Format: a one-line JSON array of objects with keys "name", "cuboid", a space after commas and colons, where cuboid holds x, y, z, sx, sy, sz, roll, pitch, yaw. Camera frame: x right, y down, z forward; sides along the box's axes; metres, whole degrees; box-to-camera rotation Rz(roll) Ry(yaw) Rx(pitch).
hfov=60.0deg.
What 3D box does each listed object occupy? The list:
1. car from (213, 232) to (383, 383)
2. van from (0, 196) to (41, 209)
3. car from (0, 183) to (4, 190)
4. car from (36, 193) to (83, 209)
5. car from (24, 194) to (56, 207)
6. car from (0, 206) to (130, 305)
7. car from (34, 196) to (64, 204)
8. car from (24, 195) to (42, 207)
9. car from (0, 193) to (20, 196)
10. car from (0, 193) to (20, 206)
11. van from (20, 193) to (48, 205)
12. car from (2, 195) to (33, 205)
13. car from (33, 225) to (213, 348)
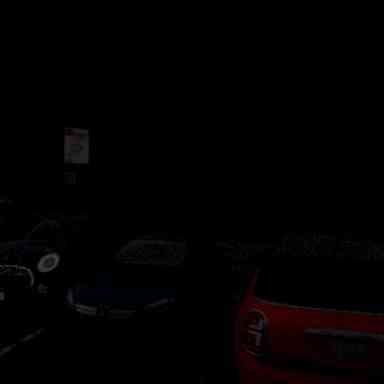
[{"name": "car", "cuboid": [1.873, 1.359, 4.783, 2.185, 1.767, 4.553, 0, -1, 16]}, {"name": "van", "cuboid": [-7.860, 1.256, 11.915, 1.878, 1.987, 4.442, 0, -1, 15]}, {"name": "car", "cuboid": [-36.979, -1.048, 60.982, 1.812, 1.442, 4.674, 0, 4, 34]}, {"name": "car", "cuboid": [-18.271, 1.235, 45.989, 5.566, 2.045, 2.435, 1, 1, 14]}, {"name": "car", "cuboid": [-19.927, 1.234, 43.537, 5.566, 2.045, 2.435, 1, 1, 14]}, {"name": "car", "cuboid": [-2.982, 1.356, 8.338, 2.185, 1.767, 4.553, 1, -1, 15]}, {"name": "car", "cuboid": [-27.091, 1.493, 63.189, 4.892, 1.521, 2.231, -1, -1, 14]}, {"name": "car", "cuboid": [-21.584, 1.513, 41.075, 4.792, 1.488, 2.163, 1, 1, 14]}, {"name": "car", "cuboid": [-23.182, 1.232, 38.634, 5.566, 2.045, 2.435, 1, 0, 14]}, {"name": "car", "cuboid": [-32.133, 1.236, 55.675, 5.566, 2.045, 2.435, -1, -1, 14]}, {"name": "van", "cuboid": [-28.893, 1.266, 60.704, 4.442, 1.987, 1.878, -1, 0, 14]}, {"name": "car", "cuboid": [-30.499, 1.364, 58.189, 4.553, 1.767, 2.185, -1, -1, 14]}, {"name": "car", "cuboid": [-0.555, 1.523, 6.560, 2.002, 1.452, 4.674, 1, -1, 16]}]
